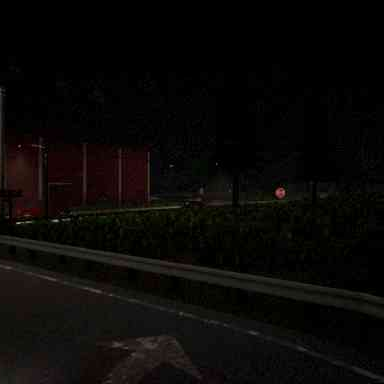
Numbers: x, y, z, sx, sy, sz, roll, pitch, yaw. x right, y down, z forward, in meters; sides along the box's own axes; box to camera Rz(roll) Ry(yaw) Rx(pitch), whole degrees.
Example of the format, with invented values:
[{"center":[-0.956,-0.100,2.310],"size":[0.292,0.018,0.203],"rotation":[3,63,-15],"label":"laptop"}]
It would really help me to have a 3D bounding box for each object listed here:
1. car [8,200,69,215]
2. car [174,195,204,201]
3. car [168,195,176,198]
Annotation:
[{"center":[-12.951,1.504,28.318],"size":[1.882,1.535,5.008],"rotation":[0,0,36],"label":"car"},{"center":[0.143,1.518,46.074],"size":[2.128,1.511,4.902],"rotation":[0,0,37],"label":"car"},{"center":[-4.718,1.532,85.619],"size":[1.816,1.474,4.193],"rotation":[0,0,36],"label":"car"}]
